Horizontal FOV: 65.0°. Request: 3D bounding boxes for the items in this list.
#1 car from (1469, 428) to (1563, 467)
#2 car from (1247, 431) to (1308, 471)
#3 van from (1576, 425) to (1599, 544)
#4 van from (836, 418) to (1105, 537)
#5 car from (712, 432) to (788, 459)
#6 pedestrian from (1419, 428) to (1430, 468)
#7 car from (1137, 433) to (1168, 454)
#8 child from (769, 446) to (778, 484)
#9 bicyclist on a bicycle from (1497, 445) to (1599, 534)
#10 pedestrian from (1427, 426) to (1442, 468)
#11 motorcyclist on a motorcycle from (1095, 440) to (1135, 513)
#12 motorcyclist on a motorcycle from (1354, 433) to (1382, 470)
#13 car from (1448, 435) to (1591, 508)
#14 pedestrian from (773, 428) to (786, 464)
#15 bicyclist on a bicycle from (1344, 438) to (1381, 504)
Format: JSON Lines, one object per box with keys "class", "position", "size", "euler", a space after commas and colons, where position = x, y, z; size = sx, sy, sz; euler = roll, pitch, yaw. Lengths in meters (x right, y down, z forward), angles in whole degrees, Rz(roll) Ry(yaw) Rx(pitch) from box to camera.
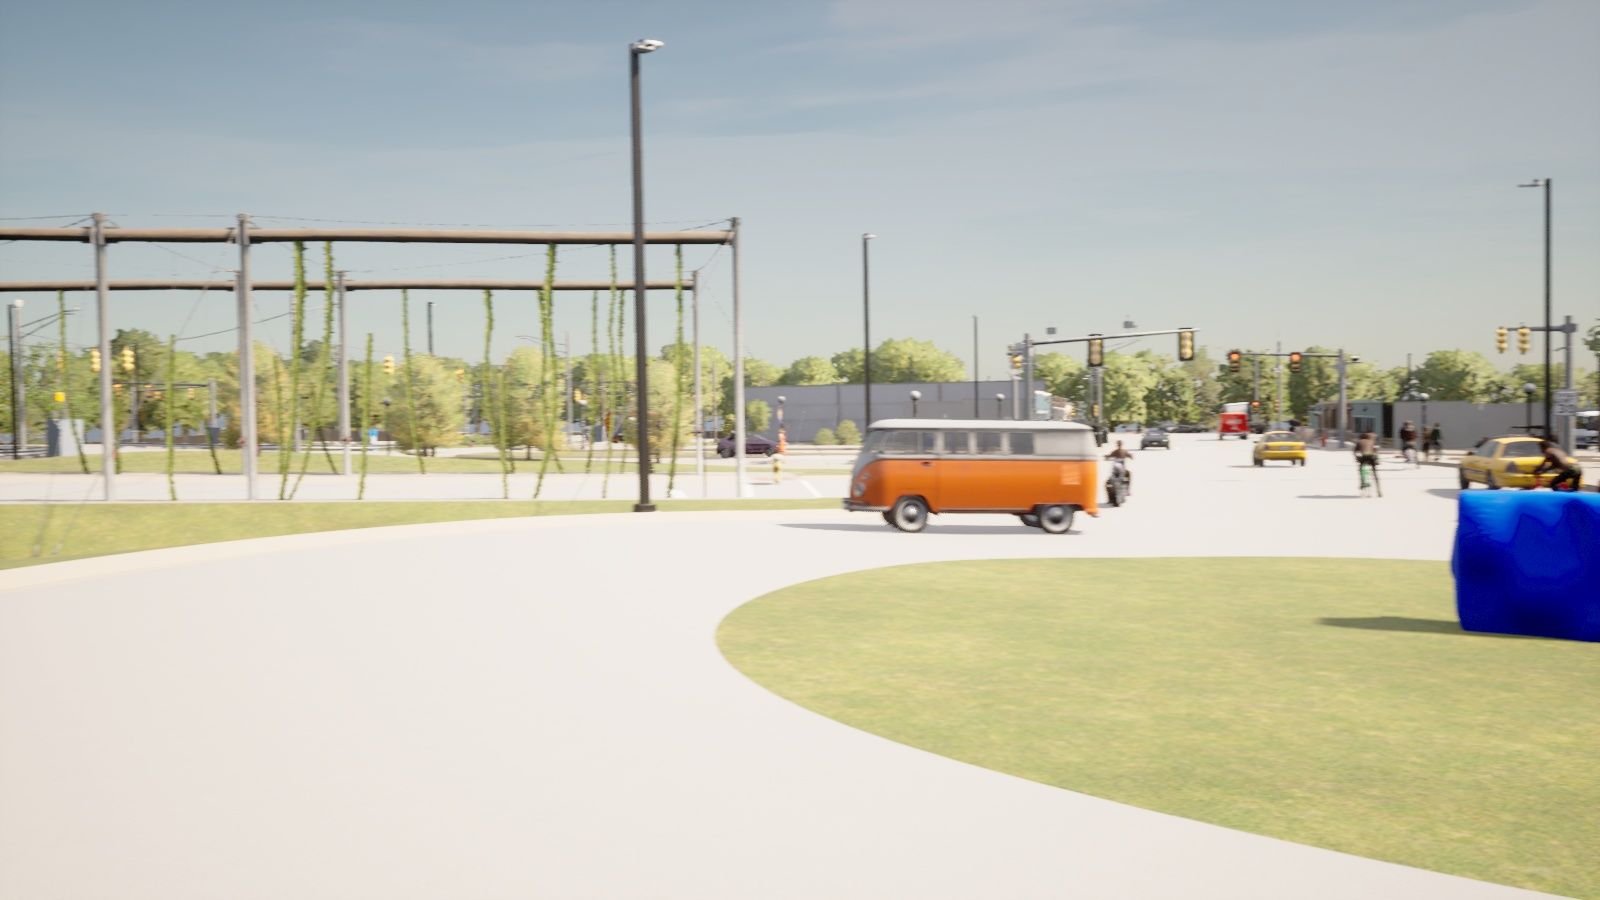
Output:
{"class": "car", "position": [37.900, -0.161, 66.584], "size": [3.866, 1.878, 1.905], "euler": [2, 2, 11]}
{"class": "car", "position": [19.726, 0.022, 52.046], "size": [1.801, 1.575, 5.366], "euler": [0, 0, 15]}
{"class": "van", "position": [15.743, 0.655, 20.798], "size": [2.069, 2.038, 4.480], "euler": [0, 2, -45]}
{"class": "van", "position": [2.965, 0.474, 22.406], "size": [4.442, 1.987, 1.775], "euler": [1, 0, -4]}
{"class": "car", "position": [-2.974, -0.277, 75.356], "size": [4.193, 1.474, 1.816], "euler": [-1, 1, 11]}
{"class": "pedestrian", "position": [29.697, -0.098, 59.701], "size": [0.331, 1.846, 0.634], "euler": [0, 2, 16]}
{"class": "car", "position": [25.012, -0.491, 88.962], "size": [1.994, 1.385, 4.181], "euler": [0, 1, 17]}
{"class": "child", "position": [-0.880, 0.503, 42.256], "size": [0.270, 1.263, 0.437], "euler": [-1, 2, 2]}
{"class": "bicyclist on a bicycle", "position": [14.596, 0.740, 24.512], "size": [0.582, 1.620, 1.656], "euler": [-2, 3, -28]}
{"class": "pedestrian", "position": [28.213, -0.121, 55.836], "size": [0.614, 1.847, 0.353], "euler": [-2, 2, -35]}
{"class": "motorcyclist on a motorcycle", "position": [7.636, 0.610, 30.386], "size": [0.766, 1.649, 2.350], "euler": [0, 1, 19]}
{"class": "motorcyclist on a motorcycle", "position": [23.533, 0.057, 52.014], "size": [0.797, 1.523, 2.044], "euler": [0, 0, 17]}
{"class": "car", "position": [17.884, 0.462, 31.510], "size": [1.801, 1.575, 5.366], "euler": [0, 2, 15]}
{"class": "pedestrian", "position": [-1.043, -0.201, 63.510], "size": [0.594, 1.836, 0.345], "euler": [0, 2, 13]}
{"class": "bicyclist on a bicycle", "position": [14.248, 0.508, 31.842], "size": [0.582, 1.620, 1.656], "euler": [-1, 1, 15]}
